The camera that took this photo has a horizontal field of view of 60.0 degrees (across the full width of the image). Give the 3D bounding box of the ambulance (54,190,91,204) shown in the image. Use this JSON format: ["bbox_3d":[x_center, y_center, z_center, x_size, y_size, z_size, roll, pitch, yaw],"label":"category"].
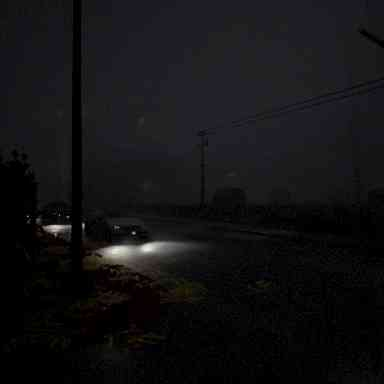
[{"bbox_3d":[-12.763,1.031,35.062,2.351,2.431,6.366,0,0,-35],"label":"ambulance"}]

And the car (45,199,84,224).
[{"bbox_3d":[-10.011,1.505,25.059,1.837,1.490,4.892,0,0,-35],"label":"car"}]

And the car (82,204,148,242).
[{"bbox_3d":[-3.924,1.526,16.548,1.812,1.442,4.674,0,0,-36],"label":"car"}]
